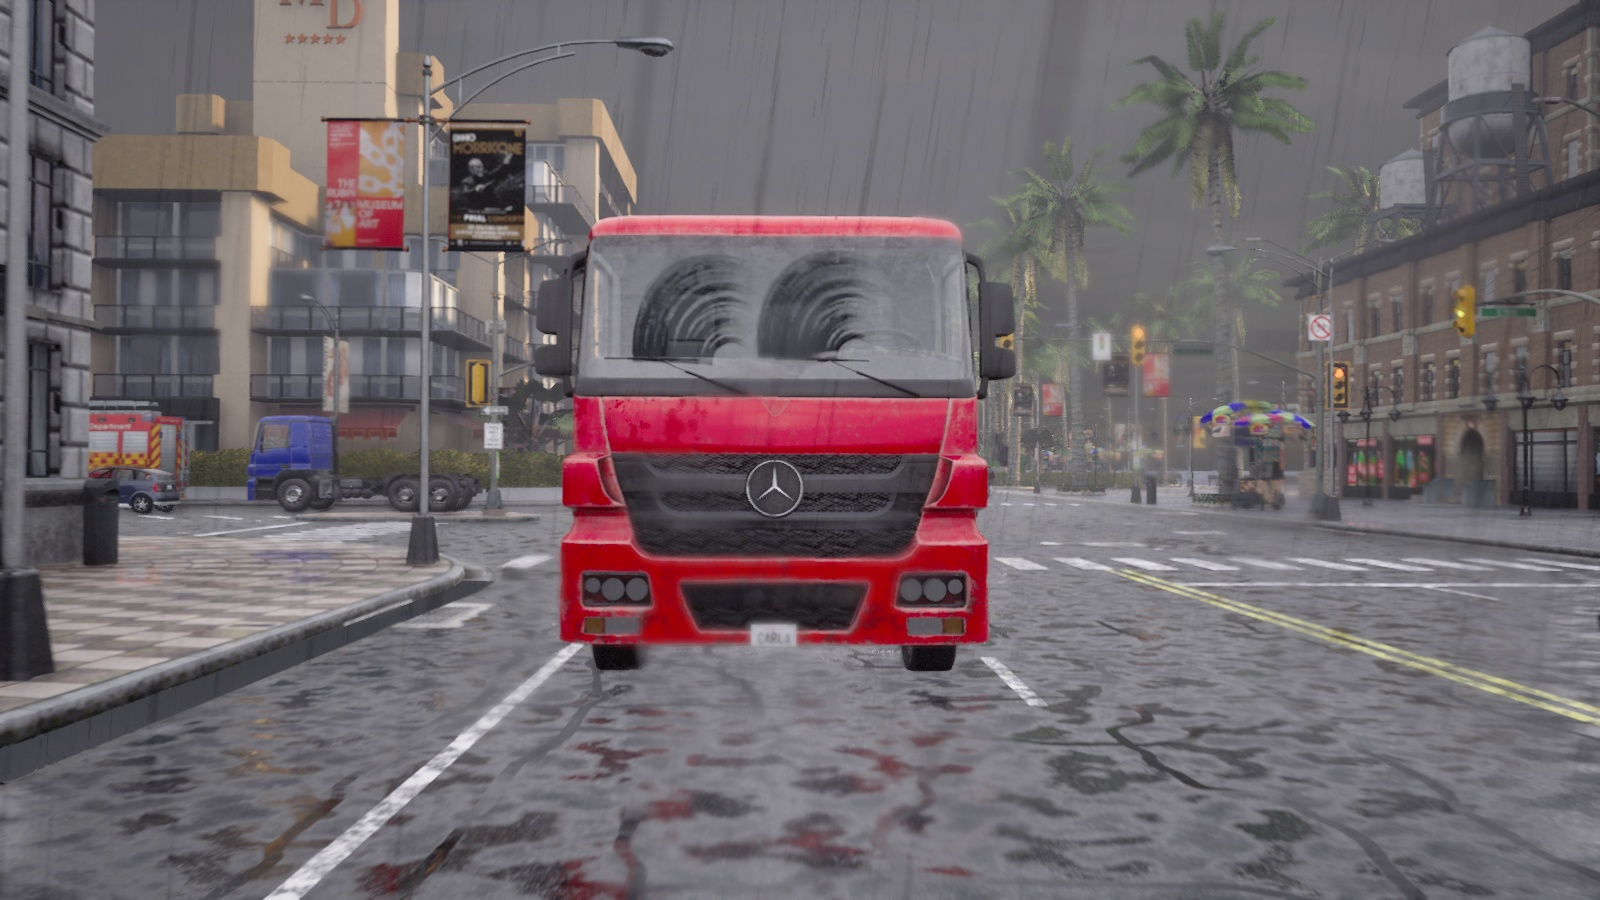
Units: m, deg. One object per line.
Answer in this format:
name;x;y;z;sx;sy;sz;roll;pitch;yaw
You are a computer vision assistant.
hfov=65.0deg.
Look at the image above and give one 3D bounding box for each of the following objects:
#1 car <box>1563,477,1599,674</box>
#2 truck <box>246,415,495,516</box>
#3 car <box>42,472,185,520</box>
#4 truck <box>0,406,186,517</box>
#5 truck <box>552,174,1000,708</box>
car;6.919;0.914;7.743;1.816;1.474;4.193;0;-1;-1
truck;-15.245;0.557;44.988;7.936;3.462;2.891;0;-1;-1
car;-22.541;1.493;41.310;3.705;1.549;1.789;0;-1;-1
truck;-26.819;0.418;44.733;8.468;3.827;2.891;0;-1;-1
truck;-0.212;0.014;12.119;2.891;3.462;7.936;0;-1;-1
